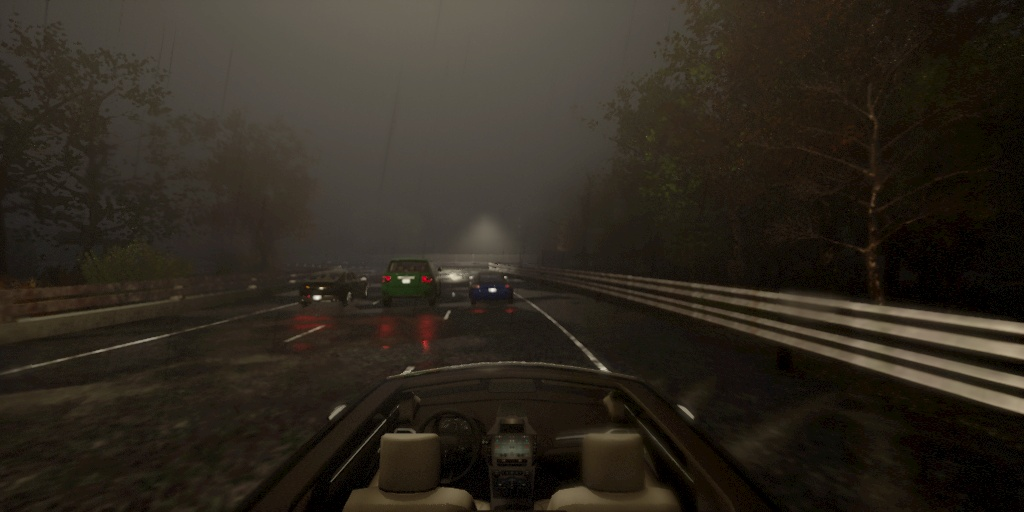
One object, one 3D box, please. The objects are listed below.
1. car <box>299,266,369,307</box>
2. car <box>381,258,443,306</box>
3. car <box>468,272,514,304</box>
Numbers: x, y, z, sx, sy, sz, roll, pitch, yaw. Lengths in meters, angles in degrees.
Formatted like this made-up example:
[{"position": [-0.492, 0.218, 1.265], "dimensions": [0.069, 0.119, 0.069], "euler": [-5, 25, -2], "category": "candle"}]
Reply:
[{"position": [-8.045, 1.403, 16.587], "dimensions": [1.837, 1.490, 4.892], "euler": [0, 0, -8], "category": "car"}, {"position": [-4.536, 1.112, 16.791], "dimensions": [2.150, 2.045, 5.566], "euler": [0, 0, -8], "category": "car"}, {"position": [-1.111, 1.465, 17.530], "dimensions": [1.994, 1.385, 4.181], "euler": [0, 0, -8], "category": "car"}]
